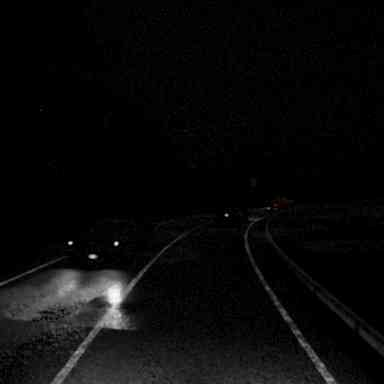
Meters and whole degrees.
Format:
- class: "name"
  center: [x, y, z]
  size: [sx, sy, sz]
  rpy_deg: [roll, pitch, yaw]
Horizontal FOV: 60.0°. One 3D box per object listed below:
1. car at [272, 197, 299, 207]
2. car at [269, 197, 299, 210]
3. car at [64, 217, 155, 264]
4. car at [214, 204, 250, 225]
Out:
- class: "car"
  center: [14.173, 1.535, 50.160]
  size: [1.895, 1.301, 4.718]
  rpy_deg: [-5, -3, 44]
- class: "car"
  center: [11.065, 1.323, 40.673]
  size: [1.882, 1.535, 5.008]
  rpy_deg: [-4, -1, 33]
- class: "car"
  center: [-2.755, 1.634, 12.144]
  size: [1.895, 1.301, 4.718]
  rpy_deg: [-1, 0, 6]
- class: "car"
  center: [2.920, 1.526, 23.691]
  size: [2.033, 1.411, 5.357]
  rpy_deg: [-2, 0, 16]
